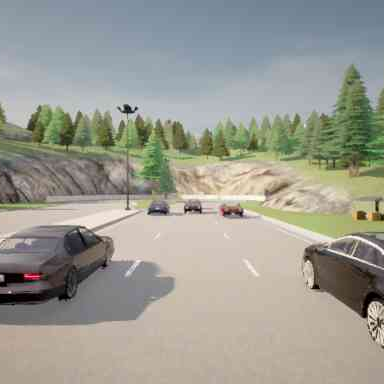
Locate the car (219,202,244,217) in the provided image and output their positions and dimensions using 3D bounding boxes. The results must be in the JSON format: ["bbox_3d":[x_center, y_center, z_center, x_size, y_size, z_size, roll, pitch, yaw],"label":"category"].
[{"bbox_3d":[3.606,1.601,31.251,1.895,1.301,4.718,0,0,0],"label":"car"}]

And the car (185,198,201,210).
[{"bbox_3d":[0.201,1.564,44.572,1.994,1.385,4.181,0,0,2],"label":"car"}]

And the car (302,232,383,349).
[{"bbox_3d":[3.600,1.491,6.203,2.128,1.511,4.902,0,0,0],"label":"car"}]

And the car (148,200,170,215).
[{"bbox_3d":[-3.392,1.564,34.632,1.994,1.385,4.181,0,0,0],"label":"car"}]

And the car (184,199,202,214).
[{"bbox_3d":[0.107,1.601,35.812,1.895,1.301,4.718,0,0,0],"label":"car"}]

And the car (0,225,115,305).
[{"bbox_3d":[-3.398,1.547,8.311,2.033,1.411,5.357,0,0,0],"label":"car"}]
